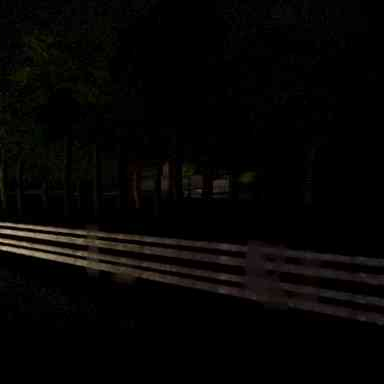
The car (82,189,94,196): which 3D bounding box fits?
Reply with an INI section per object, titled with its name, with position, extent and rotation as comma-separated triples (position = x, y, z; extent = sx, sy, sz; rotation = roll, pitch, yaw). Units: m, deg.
[car]
position = -20.308, 0.191, 67.054
extent = 4.792, 1.488, 2.163
rotation = 0, 1, 4
